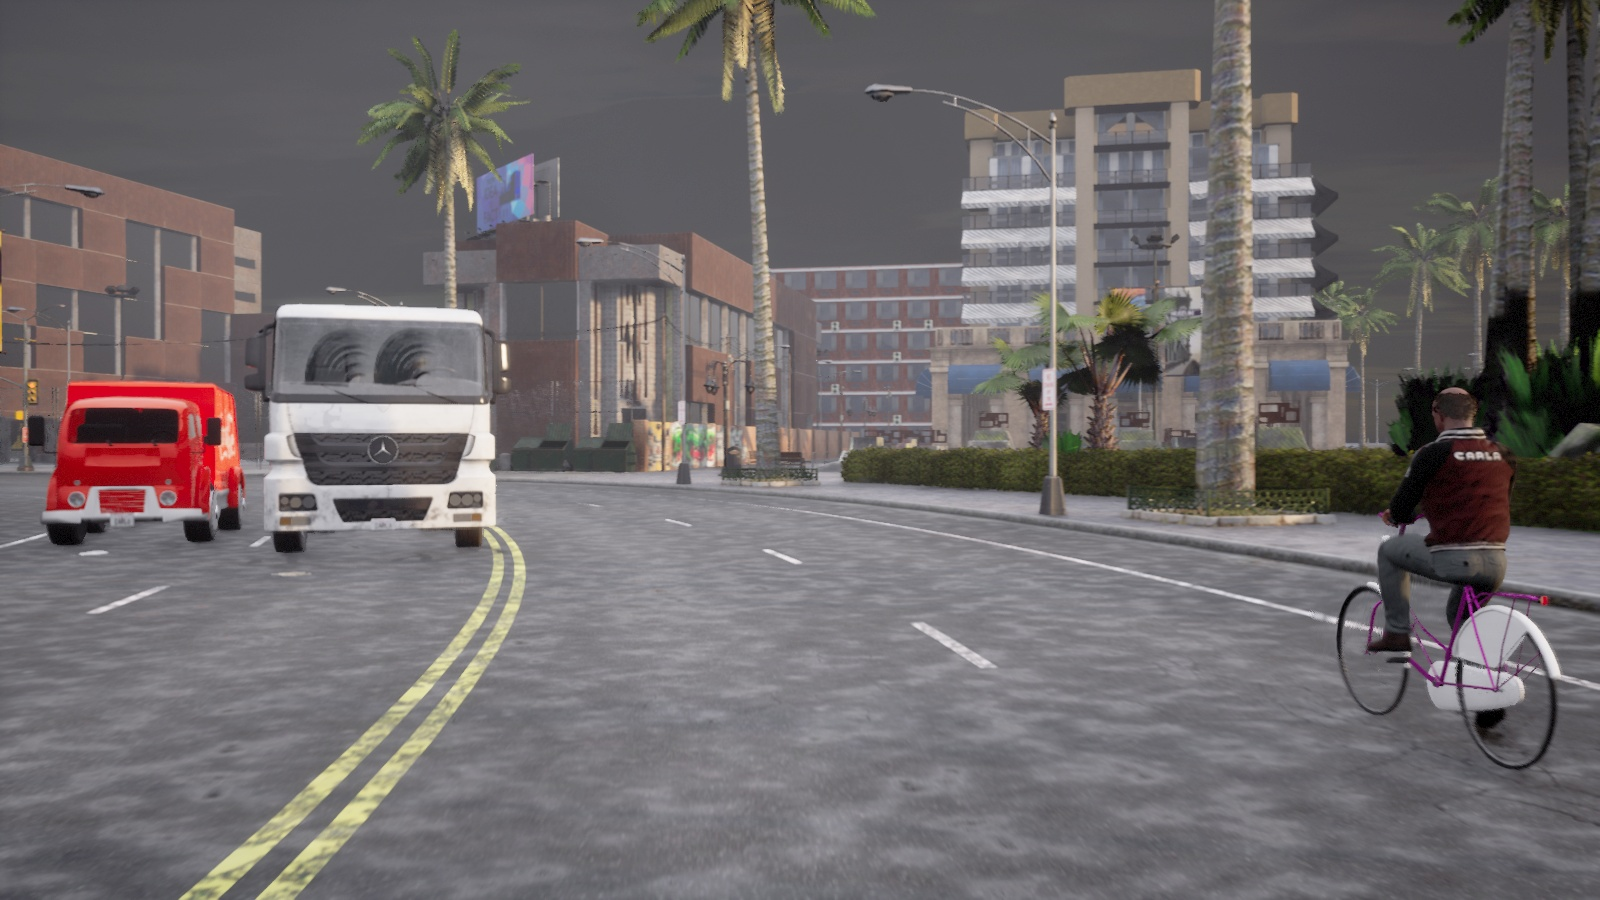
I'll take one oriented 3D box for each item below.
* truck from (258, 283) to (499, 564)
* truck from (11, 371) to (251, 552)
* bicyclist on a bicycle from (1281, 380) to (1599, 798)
[{"bbox_3d":[-6.595,-0.349,19.711,2.891,3.462,7.936,0,0,-19],"label":"truck"},{"bbox_3d":[-10.416,0.142,20.066,2.627,2.467,5.204,0,0,-19],"label":"truck"},{"bbox_3d":[3.155,0.583,6.286,0.659,1.776,1.843,0,1,-5],"label":"bicyclist on a bicycle"}]
